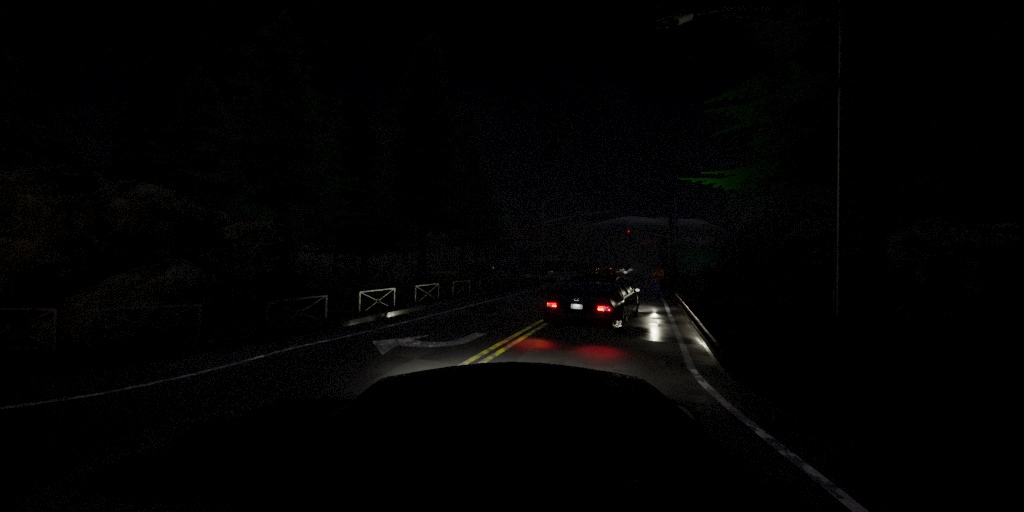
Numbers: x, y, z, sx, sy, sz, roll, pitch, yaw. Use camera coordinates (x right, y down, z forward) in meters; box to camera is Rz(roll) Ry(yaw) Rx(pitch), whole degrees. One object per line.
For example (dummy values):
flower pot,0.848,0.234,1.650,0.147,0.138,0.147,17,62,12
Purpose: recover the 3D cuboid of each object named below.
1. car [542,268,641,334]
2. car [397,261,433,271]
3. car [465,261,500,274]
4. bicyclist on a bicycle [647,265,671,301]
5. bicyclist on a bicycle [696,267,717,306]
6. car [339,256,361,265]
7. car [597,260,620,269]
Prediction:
car,2.534,1.231,10.404,2.033,1.411,5.357,1,-1,25
car,-13.090,1.396,48.408,5.008,1.535,1.882,1,-1,21
car,-3.771,1.391,44.810,4.553,1.767,2.097,1,-1,21
bicyclist on a bicycle,6.801,1.258,16.514,1.656,1.620,0.582,1,0,-30
bicyclist on a bicycle,8.214,1.272,15.099,1.656,1.620,0.582,1,0,-33
car,-22.667,1.018,52.408,5.566,2.045,2.150,1,-1,25
car,11.284,1.514,42.873,2.097,1.767,4.553,0,-1,21
